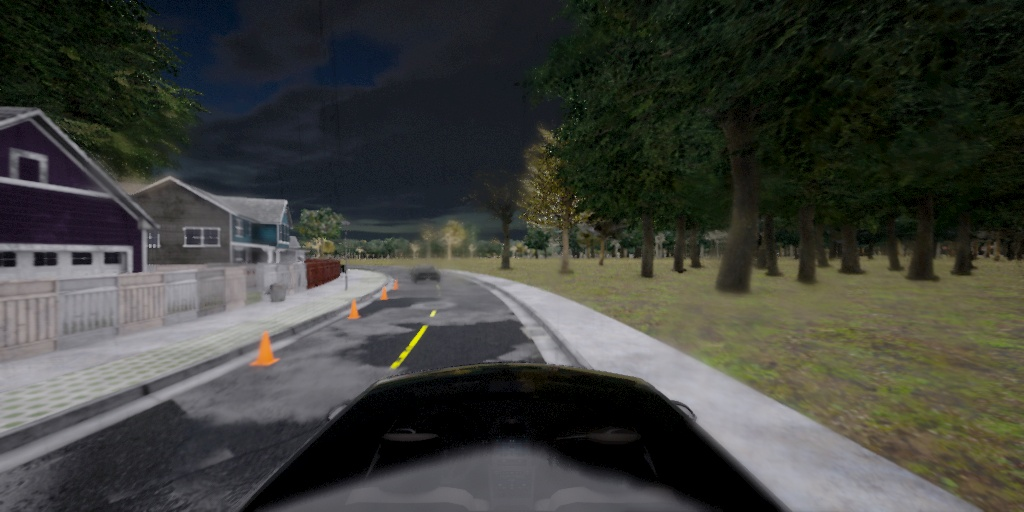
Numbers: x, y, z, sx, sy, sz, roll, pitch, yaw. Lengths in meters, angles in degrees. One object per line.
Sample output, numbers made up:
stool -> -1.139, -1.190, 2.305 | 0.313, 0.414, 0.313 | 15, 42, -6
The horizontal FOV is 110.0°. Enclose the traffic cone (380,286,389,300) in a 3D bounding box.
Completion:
traffic cone -> -5.826, 1.672, 16.365 | 0.340, 0.580, 0.340 | 0, 0, -10

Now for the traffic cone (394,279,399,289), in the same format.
traffic cone -> -6.829, 1.661, 21.124 | 0.340, 0.580, 0.340 | 0, 0, -13

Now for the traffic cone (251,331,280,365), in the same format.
traffic cone -> -4.608, 1.703, 6.717 | 0.340, 0.580, 0.340 | 0, 0, -4

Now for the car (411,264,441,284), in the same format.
car -> -6.451, 1.288, 26.670 | 1.895, 1.301, 4.718 | 0, 0, -19

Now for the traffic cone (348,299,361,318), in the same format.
traffic cone -> -5.085, 1.686, 11.558 | 0.340, 0.580, 0.340 | 0, 0, -7
